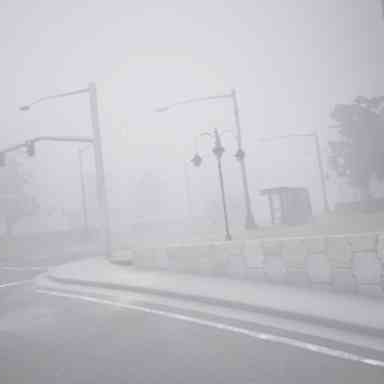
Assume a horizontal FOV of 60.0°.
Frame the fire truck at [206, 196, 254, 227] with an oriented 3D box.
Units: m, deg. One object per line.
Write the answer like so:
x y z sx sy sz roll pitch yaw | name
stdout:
5.443 2.655 46.529 2.891 3.827 8.468 -10 -6 36 | fire truck
